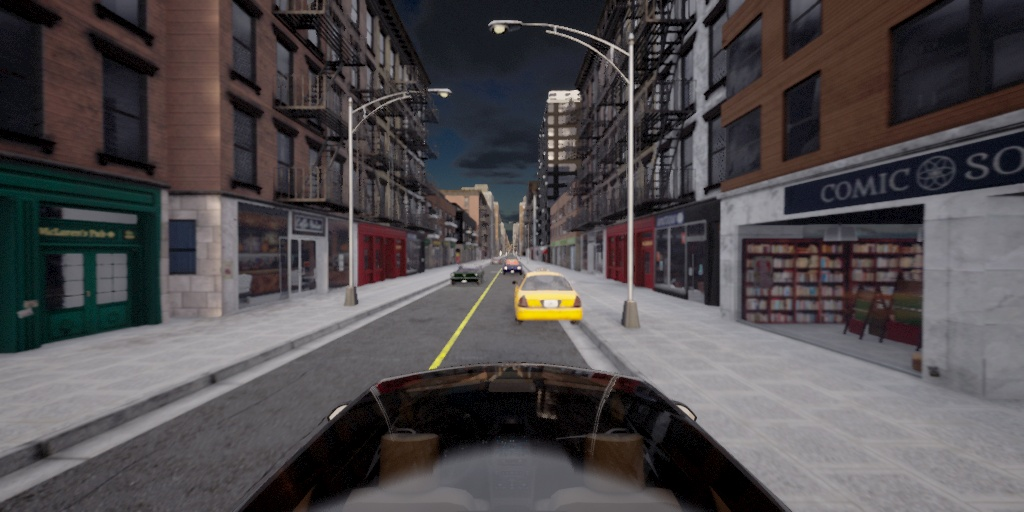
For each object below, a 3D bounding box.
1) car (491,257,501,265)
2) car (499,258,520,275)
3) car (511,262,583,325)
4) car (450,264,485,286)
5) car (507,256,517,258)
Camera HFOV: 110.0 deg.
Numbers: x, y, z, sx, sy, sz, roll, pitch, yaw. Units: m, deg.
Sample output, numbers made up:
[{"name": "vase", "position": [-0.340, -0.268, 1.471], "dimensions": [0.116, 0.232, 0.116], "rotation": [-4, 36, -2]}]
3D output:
[{"name": "car", "position": [-2.783, 0.863, 64.489], "dimensions": [1.812, 1.442, 4.674], "rotation": [0, 0, 1]}, {"name": "car", "position": [0.050, 1.117, 34.781], "dimensions": [1.895, 1.301, 4.718], "rotation": [0, 0, 0]}, {"name": "car", "position": [0.962, 1.132, 11.453], "dimensions": [1.801, 1.575, 5.366], "rotation": [0, 0, 0]}, {"name": "car", "position": [-2.849, 1.190, 23.671], "dimensions": [1.895, 1.301, 4.718], "rotation": [0, 0, 0]}, {"name": "car", "position": [0.035, 0.775, 50.089], "dimensions": [2.097, 1.767, 4.553], "rotation": [0, 0, 0]}]
